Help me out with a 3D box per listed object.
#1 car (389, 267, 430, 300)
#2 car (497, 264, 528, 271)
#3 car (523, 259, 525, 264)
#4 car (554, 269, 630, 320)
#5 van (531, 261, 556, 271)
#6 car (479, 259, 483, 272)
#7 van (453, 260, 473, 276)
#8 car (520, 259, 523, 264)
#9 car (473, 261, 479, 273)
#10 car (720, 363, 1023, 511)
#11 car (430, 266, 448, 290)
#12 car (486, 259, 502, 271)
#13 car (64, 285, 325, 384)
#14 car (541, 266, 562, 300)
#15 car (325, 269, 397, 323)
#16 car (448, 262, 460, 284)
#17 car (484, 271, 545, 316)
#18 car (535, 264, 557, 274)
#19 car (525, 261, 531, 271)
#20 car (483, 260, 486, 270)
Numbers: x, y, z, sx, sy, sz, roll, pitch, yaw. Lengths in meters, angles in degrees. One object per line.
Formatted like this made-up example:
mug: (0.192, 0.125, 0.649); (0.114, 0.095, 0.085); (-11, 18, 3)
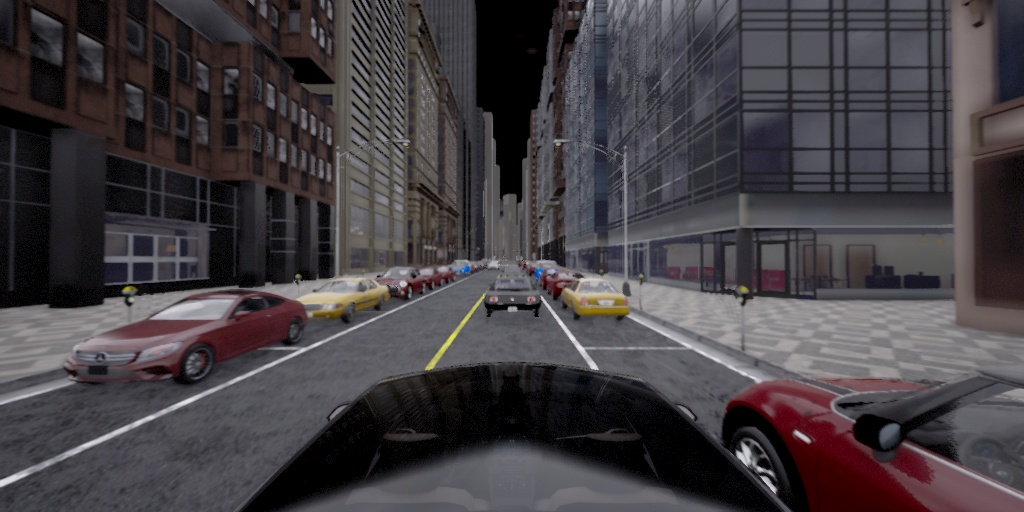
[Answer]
car: (-5.759, 1.301, 18.284); (1.967, 1.591, 4.097); (0, 0, 0)
car: (0.043, 1.532, 28.707); (1.895, 1.301, 4.718); (0, 0, 1)
car: (2.772, 1.489, 46.301); (1.967, 1.591, 4.097); (0, 0, 0)
car: (2.765, 1.349, 12.859); (1.751, 1.417, 4.829); (0, 0, 0)
van: (2.768, 1.277, 29.495); (1.690, 1.789, 3.998); (0, 0, 0)
car: (-5.753, 1.527, 51.894); (1.967, 1.591, 4.097); (0, 0, 0)
van: (-5.755, 1.352, 40.691); (1.690, 1.789, 3.998); (0, 0, 0)
car: (2.775, 1.708, 63.107); (1.888, 1.381, 4.507); (0, 0, 0)
car: (-5.754, 1.631, 46.292); (1.802, 1.307, 4.207); (0, 0, 0)
car: (2.763, 1.188, 1.484); (1.967, 1.591, 4.097); (0, 0, 0)
car: (-5.758, 1.444, 23.886); (1.888, 1.381, 4.507); (0, 0, 0)
car: (-3.045, 1.664, 59.474); (1.812, 1.442, 4.674); (0, 0, 1)
car: (-5.761, 1.368, 7.081); (1.802, 1.307, 4.207); (0, 0, 0)
car: (2.766, 1.406, 18.291); (1.888, 1.381, 4.507); (0, 0, 0)
car: (-5.760, 1.349, 12.513); (1.751, 1.417, 4.829); (0, 0, 0)
car: (-5.757, 1.481, 29.488); (1.888, 1.381, 4.507); (0, 0, 0)
car: (0.041, 1.431, 13.715); (1.895, 1.301, 4.718); (0, 0, 1)
car: (2.767, 1.444, 23.893); (1.888, 1.381, 4.507); (0, 0, 0)
car: (2.770, 1.557, 40.700); (1.888, 1.381, 4.507); (0, 0, 0)
car: (-5.752, 1.691, 57.496); (1.948, 1.339, 4.313); (0, 0, 0)
